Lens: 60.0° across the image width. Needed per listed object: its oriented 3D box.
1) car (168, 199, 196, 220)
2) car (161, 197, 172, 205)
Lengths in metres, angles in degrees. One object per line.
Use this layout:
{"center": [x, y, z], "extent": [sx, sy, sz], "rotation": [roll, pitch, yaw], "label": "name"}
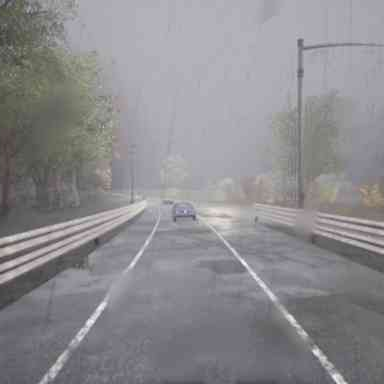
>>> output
{"center": [-0.749, 1.560, 27.974], "extent": [2.033, 1.411, 5.357], "rotation": [0, 0, -5], "label": "car"}
{"center": [-4.450, 1.617, 59.238], "extent": [1.895, 1.301, 4.718], "rotation": [0, 0, -10], "label": "car"}
